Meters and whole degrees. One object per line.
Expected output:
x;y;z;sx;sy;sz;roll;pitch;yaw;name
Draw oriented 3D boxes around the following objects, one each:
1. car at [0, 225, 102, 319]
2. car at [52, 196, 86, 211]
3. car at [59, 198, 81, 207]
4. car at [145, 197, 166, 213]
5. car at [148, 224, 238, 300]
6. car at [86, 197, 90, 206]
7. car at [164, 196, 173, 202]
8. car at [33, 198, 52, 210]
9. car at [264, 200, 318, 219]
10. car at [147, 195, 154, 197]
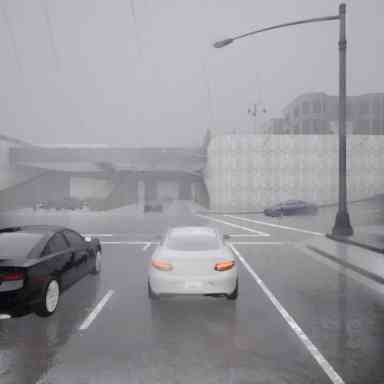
-3.479;1.478;7.492;1.882;1.535;5.008;0;0;0;car
-15.091;1.352;41.047;2.097;1.767;4.553;0;0;-2;car
-18.962;1.601;51.840;1.895;1.301;4.718;0;0;-2;car
-4.291;1.564;37.914;1.994;1.385;4.181;0;0;-3;car
0.015;1.526;8.292;1.812;1.442;4.674;0;0;0;car
-15.404;1.491;50.147;2.128;1.511;4.902;0;0;-2;car
-5.433;1.524;73.248;1.812;1.442;4.674;0;0;5;car
-18.650;1.491;42.582;2.128;1.511;4.902;0;0;-2;car
8.005;1.350;27.100;4.181;1.385;1.994;-4;0;-1;car
-8.982;1.501;72.177;1.837;1.490;4.892;0;0;2;car
